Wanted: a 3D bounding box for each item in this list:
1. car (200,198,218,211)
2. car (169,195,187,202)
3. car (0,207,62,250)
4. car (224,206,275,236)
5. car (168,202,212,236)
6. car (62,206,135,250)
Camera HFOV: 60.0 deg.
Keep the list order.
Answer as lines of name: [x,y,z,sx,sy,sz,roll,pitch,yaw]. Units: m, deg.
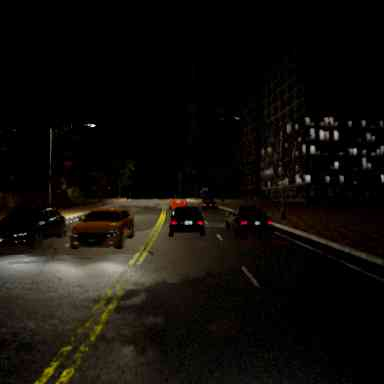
car: [1.775,1.421,38.293,2.033,1.411,5.357,0,0,-5]
car: [-1.747,1.205,41.247,2.097,1.767,4.553,0,0,-5]
car: [-6.870,1.444,14.130,1.837,1.490,4.892,0,0,-2]
car: [2.950,1.482,17.958,2.033,1.411,5.357,0,0,-2]
car: [-0.309,1.479,17.923,2.033,1.411,5.357,0,0,-2]
car: [-3.619,1.419,14.182,1.882,1.535,5.008,0,0,-2]
